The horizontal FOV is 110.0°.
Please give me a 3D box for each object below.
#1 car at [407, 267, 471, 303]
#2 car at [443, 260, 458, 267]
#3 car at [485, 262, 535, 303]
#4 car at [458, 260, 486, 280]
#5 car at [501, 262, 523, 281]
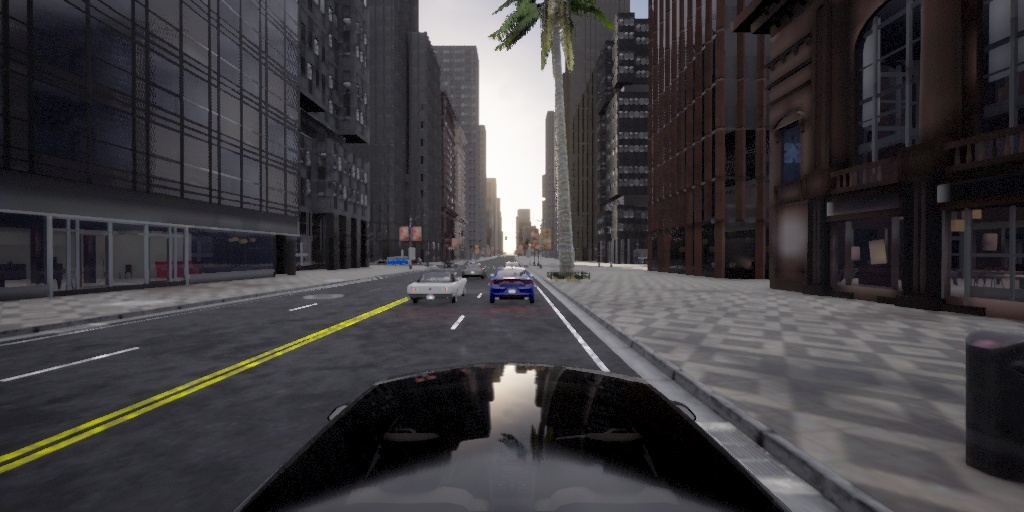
[{"bbox_3d":[-3.250,1.363,16.530,1.895,1.301,4.718,0,0,0],"label":"car"},{"bbox_3d":[-9.750,1.365,57.502,1.994,1.385,4.181,0,0,0],"label":"car"},{"bbox_3d":[0.000,1.232,16.500,1.882,1.535,5.008,0,0,0],"label":"car"},{"bbox_3d":[-3.250,1.321,31.501,1.994,1.385,4.181,0,0,0],"label":"car"},{"bbox_3d":[0.000,1.265,31.501,1.837,1.490,4.892,0,0,0],"label":"car"}]
